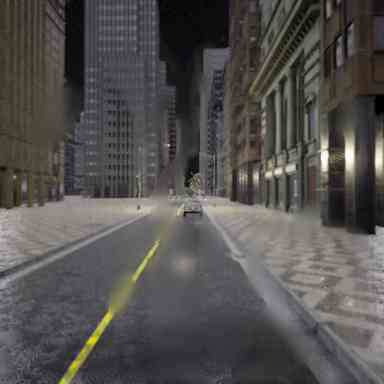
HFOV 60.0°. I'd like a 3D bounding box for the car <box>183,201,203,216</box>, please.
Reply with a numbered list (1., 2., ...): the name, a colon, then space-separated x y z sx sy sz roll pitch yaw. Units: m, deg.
1. car: 0.093 1.553 32.279 2.033 1.411 5.357 0 0 0
